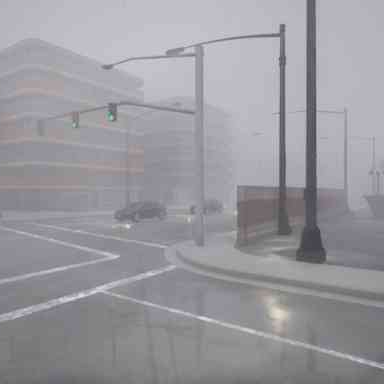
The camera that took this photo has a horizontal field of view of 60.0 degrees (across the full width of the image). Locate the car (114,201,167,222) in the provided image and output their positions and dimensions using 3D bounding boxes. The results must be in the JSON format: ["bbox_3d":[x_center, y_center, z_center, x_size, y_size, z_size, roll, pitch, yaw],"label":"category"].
[{"bbox_3d":[-3.961,1.502,26.320,1.837,1.490,4.892,0,0,35],"label":"car"}]

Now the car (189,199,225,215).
[{"bbox_3d":[1.627,1.502,34.444,1.837,1.490,4.892,0,0,35],"label":"car"}]
